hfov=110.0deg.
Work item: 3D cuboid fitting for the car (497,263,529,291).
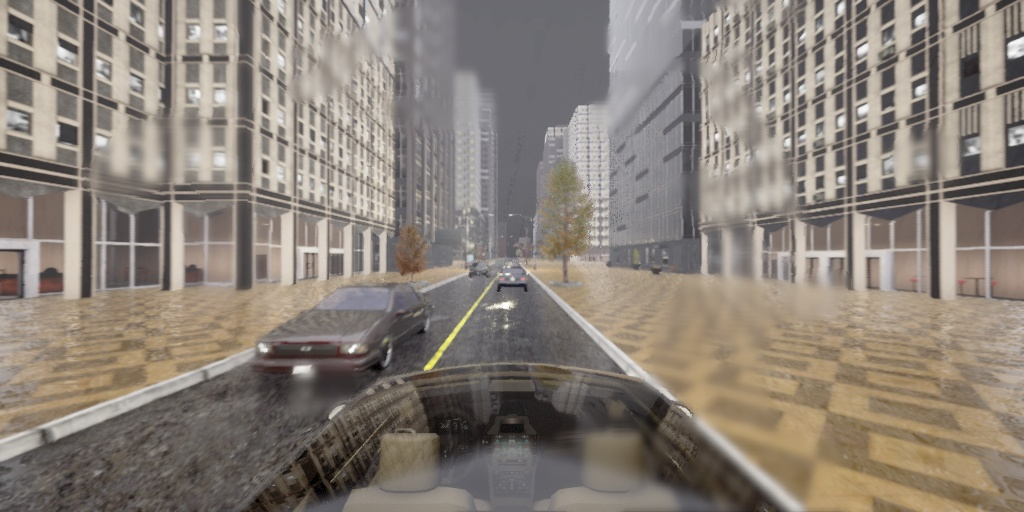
[{"bbox_3d":[0.043,1.330,22.170,2.033,1.411,5.357,0,0,1],"label":"car"}]

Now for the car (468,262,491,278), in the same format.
[{"bbox_3d":[-3.020,1.307,34.325,1.837,1.490,4.892,0,-1,0],"label":"car"}]

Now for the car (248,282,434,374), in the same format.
[{"bbox_3d":[-3.092,1.307,7.975,2.033,1.411,5.357,0,0,0],"label":"car"}]
